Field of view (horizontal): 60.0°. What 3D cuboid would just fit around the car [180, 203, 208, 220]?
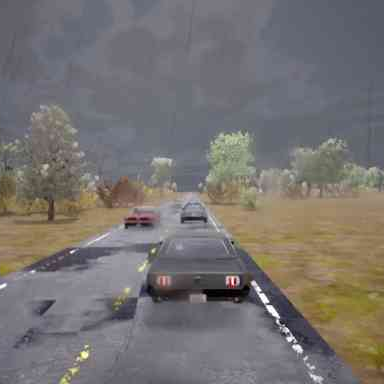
[{"bbox_3d":[0.153,1.550,25.323,1.994,1.385,4.181,0,0,0],"label":"car"}]

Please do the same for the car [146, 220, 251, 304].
[{"bbox_3d":[0.116,1.598,8.114,1.895,1.301,4.718,0,0,0],"label":"car"}]

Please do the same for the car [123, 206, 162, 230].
[{"bbox_3d":[-3.056,1.589,21.251,1.895,1.301,4.718,0,0,0],"label":"car"}]
